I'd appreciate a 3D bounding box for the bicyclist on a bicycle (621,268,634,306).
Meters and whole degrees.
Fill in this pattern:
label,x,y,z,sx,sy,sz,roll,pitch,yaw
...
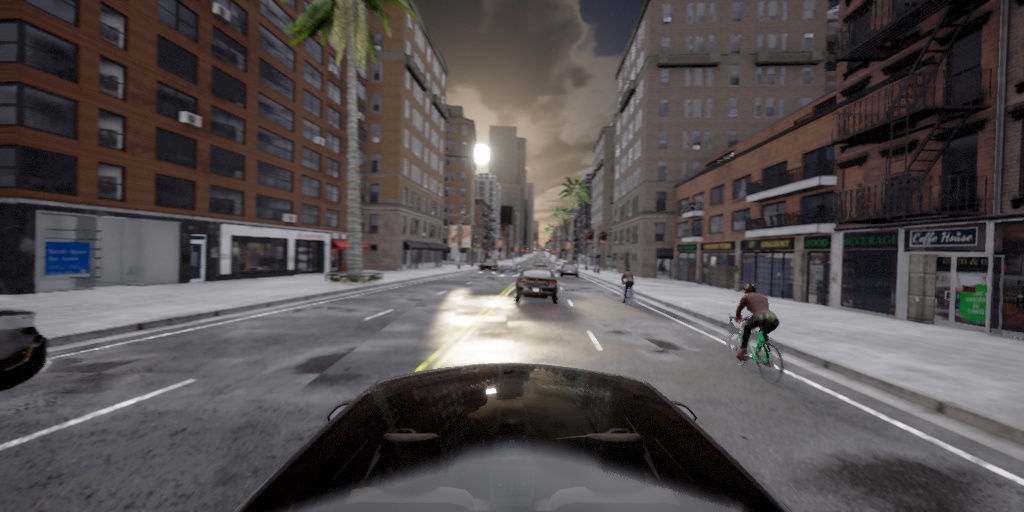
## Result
label,x,y,z,sx,sy,sz,roll,pitch,yaw
bicyclist on a bicycle,5.144,1.370,15.953,0.582,1.620,1.656,2,0,5

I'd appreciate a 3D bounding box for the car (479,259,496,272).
label,x,y,z,sx,sy,sz,roll,pitch,yaw
car,-3.001,1.129,47.522,2.097,1.767,4.553,2,0,5

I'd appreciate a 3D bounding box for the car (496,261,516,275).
label,x,y,z,sx,sy,sz,roll,pitch,yaw
car,-0.299,1.359,41.017,1.812,1.442,4.674,2,0,5

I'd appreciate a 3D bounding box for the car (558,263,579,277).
label,x,y,z,sx,sy,sz,roll,pitch,yaw
car,6.278,1.585,39.817,1.994,1.385,4.181,2,0,5

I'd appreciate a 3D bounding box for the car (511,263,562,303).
label,x,y,z,sx,sy,sz,roll,pitch,yaw
car,1.207,1.284,17.411,1.882,1.535,5.008,2,0,5

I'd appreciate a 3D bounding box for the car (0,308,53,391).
label,x,y,z,sx,sy,sz,roll,pitch,yaw
car,-6.754,1.047,2.325,2.128,1.511,4.902,2,0,5

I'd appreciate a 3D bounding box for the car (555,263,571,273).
label,x,y,z,sx,sy,sz,roll,pitch,yaw
car,7.084,1.682,50.530,1.895,1.301,4.718,2,0,5

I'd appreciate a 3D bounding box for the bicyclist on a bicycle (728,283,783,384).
label,x,y,z,sx,sy,sz,roll,pitch,yaw
bicyclist on a bicycle,4.366,1.332,6.496,0.582,1.620,1.656,2,0,5
